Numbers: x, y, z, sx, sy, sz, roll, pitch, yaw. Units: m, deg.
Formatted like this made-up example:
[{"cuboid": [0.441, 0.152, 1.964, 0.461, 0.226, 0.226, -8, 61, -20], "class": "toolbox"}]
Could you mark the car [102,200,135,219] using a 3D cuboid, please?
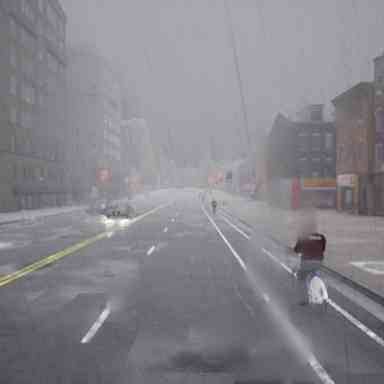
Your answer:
[{"cuboid": [-6.602, 1.695, 30.930, 1.994, 1.385, 4.181, 0, 0, 0], "class": "car"}]

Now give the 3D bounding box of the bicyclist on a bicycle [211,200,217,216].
[{"cuboid": [2.258, 1.587, 33.735, 0.582, 1.620, 1.656, 0, 0, 0], "class": "bicyclist on a bicycle"}]

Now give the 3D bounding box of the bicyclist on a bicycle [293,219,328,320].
[{"cuboid": [2.260, 1.409, 6.526, 0.659, 1.776, 1.843, 0, 0, 0], "class": "bicyclist on a bicycle"}]

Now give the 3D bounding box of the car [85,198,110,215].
[{"cuboid": [-9.849, 1.487, 35.811, 2.097, 1.767, 4.553, 0, 0, 0], "class": "car"}]

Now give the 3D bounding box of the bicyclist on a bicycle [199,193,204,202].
[{"cuboid": [2.302, 1.354, 68.223, 0.866, 1.612, 1.509, 1, -2, 0], "class": "bicyclist on a bicycle"}]
